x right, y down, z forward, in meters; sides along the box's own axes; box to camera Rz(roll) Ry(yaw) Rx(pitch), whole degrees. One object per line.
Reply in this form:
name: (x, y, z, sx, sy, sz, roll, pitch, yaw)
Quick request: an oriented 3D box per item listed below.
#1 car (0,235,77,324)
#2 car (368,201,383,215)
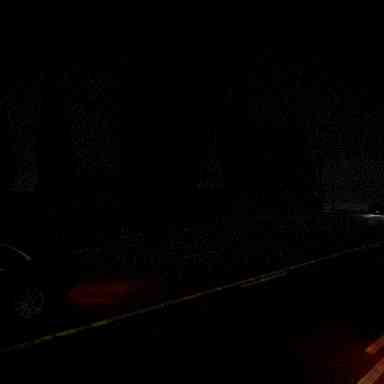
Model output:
car: (-4.413, 1.506, 5.407, 4.892, 1.490, 1.837, 0, 0, -43)
car: (19.966, 1.645, 35.015, 2.033, 1.411, 5.357, 0, -1, 37)
